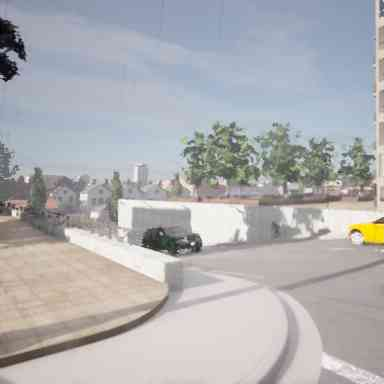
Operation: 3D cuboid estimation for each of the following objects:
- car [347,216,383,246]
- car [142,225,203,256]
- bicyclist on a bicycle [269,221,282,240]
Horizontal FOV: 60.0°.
[{"bbox_3d":[9.197,1.644,14.526,1.882,1.535,5.008,0,-3,-23],"label":"car"},{"bbox_3d":[-1.544,3.385,23.336,2.150,2.045,5.566,0,-9,-35],"label":"car"},{"bbox_3d":[7.423,3.401,29.626,1.656,1.620,0.582,-1,-8,-34],"label":"bicyclist on a bicycle"}]
